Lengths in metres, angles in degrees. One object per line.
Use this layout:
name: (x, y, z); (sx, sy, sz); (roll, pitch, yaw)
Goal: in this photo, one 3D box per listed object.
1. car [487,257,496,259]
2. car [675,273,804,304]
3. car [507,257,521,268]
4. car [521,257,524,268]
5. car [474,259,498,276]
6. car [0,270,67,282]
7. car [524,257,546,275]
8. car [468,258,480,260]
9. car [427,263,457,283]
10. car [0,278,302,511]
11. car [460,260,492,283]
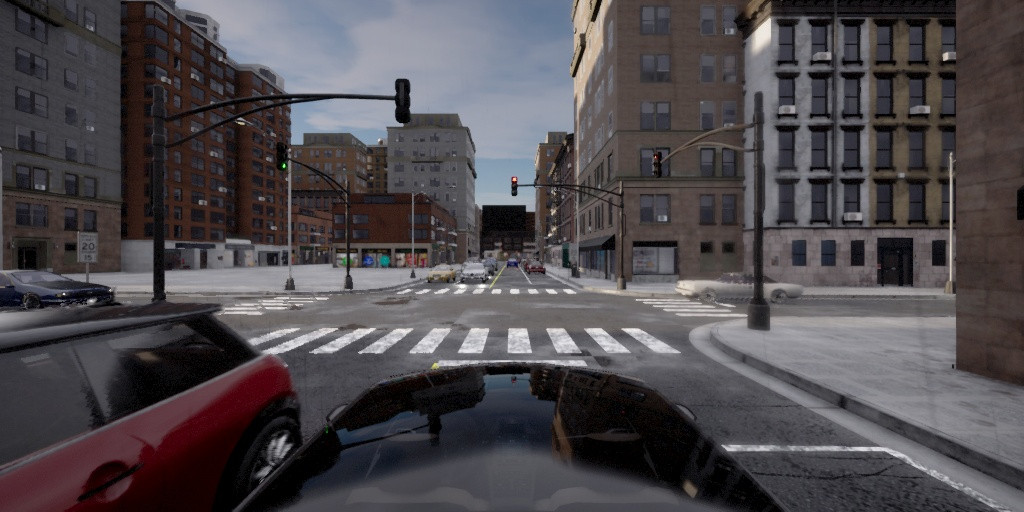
car: (-2.852, 1.244, 48.095); (2.128, 1.511, 4.902); (0, 0, 0)
car: (10.010, 1.408, 16.136); (4.718, 1.301, 1.895); (0, 0, 4)
car: (0.083, 1.231, 61.562); (1.882, 1.535, 5.008); (0, 0, 0)
car: (2.621, 1.066, 45.124); (2.192, 1.841, 5.009); (0, 0, 0)
car: (-2.850, 1.315, 37.898); (1.994, 1.385, 4.181); (0, 0, 1)
car: (-17.807, 1.216, 12.935); (5.357, 1.411, 2.033); (0, 0, 0)
car: (2.624, 1.191, 39.462); (1.967, 1.591, 4.097); (0, 0, 0)
car: (-5.404, 1.302, 45.121); (2.007, 1.370, 4.403); (0, 0, 0)
car: (-5.397, 1.276, 27.965); (1.751, 1.417, 4.829); (0, 0, 0)
car: (-2.842, 1.102, 1.126); (2.097, 1.767, 4.553); (0, 0, 1)
car: (-2.856, 1.276, 28.106); (1.812, 1.442, 4.674); (0, 0, 0)
